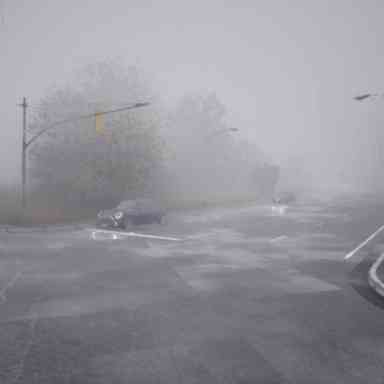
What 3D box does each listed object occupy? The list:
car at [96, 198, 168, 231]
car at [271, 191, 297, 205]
[{"bbox_3d":[-3.545,1.253,20.102,2.097,1.767,4.553,0,1,36],"label":"car"},{"bbox_3d":[11.391,0.688,40.944,2.128,1.511,4.902,0,3,36],"label":"car"}]
